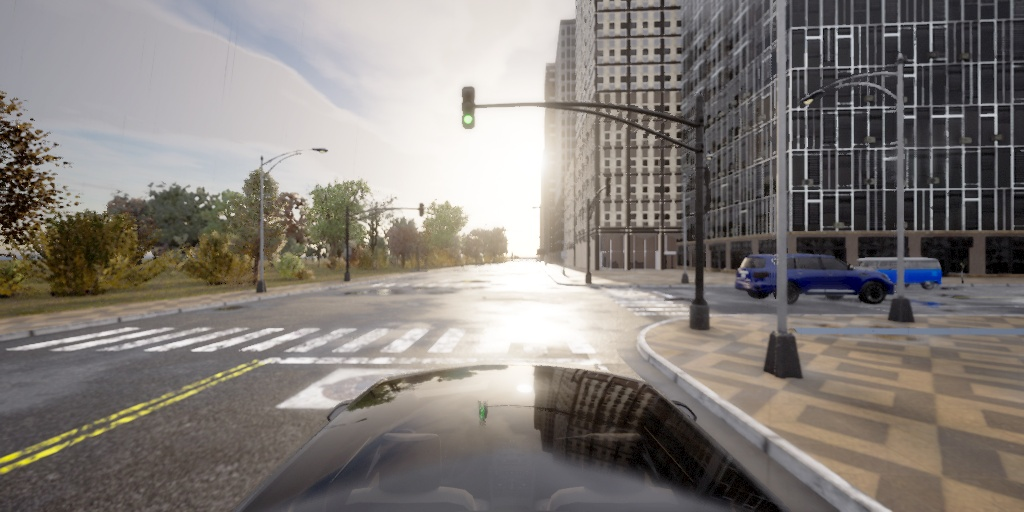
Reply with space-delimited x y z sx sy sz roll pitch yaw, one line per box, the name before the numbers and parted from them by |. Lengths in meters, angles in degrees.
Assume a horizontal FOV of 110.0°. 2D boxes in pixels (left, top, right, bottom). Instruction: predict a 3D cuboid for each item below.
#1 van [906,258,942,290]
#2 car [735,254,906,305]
van | 22.003 0.994 20.650 3.998 1.789 1.690 0 0 4
car | 12.742 0.933 15.420 5.566 2.045 2.150 -1 0 4
